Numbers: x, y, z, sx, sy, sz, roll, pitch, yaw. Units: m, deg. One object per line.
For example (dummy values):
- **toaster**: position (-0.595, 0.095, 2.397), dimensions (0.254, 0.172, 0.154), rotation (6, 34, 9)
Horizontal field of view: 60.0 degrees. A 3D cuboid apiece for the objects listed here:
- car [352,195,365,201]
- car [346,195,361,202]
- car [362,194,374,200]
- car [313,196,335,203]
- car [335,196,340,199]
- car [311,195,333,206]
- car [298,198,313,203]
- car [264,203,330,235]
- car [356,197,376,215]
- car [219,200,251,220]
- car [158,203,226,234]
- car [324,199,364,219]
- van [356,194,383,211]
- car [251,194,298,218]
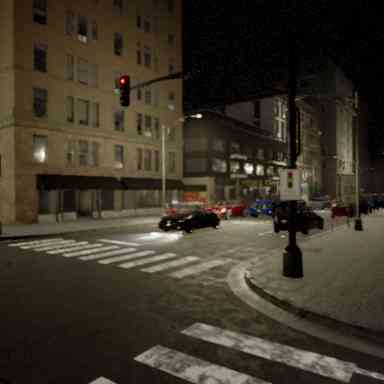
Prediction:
- **car**: position (36.112, 1.295, 71.908), dimensions (1.802, 1.307, 4.206), rotation (0, 0, 37)
- **car**: position (32.791, 1.284, 67.509), dimensions (1.887, 1.381, 4.507), rotation (0, 0, 37)
- **car**: position (42.752, 1.206, 80.705), dimensions (1.887, 1.381, 4.507), rotation (0, 0, 37)
- **car**: position (15.426, 1.403, 40.241), dimensions (1.812, 1.442, 4.674), rotation (0, 1, 38)
- **car**: position (26.151, 1.340, 58.712), dimensions (2.008, 1.369, 4.403), rotation (0, 0, 37)
- **car**: position (19.510, 1.281, 49.915), dimensions (1.967, 1.590, 4.097), rotation (0, 0, 37)
- **car**: position (12.871, 1.445, 41.118), dimensions (2.008, 1.369, 4.403), rotation (0, 0, 37)
- **car**: position (5.997, 1.537, 18.689), dimensions (1.947, 1.339, 4.313), rotation (0, 0, 37)
- **car**: position (15.957, 1.444, 31.886), dimensions (1.947, 1.339, 4.313), rotation (0, 0, 37)
- **car**: position (2.911, 1.425, 27.923), dimensions (1.967, 1.590, 4.097), rotation (0, 0, 37)
- **car**: position (-0.093, 1.583, 19.730), dimensions (1.994, 1.385, 4.181), rotation (0, 0, 37)
- **car**: position (12.637, 1.490, 27.487), dimensions (1.802, 1.307, 4.206), rotation (0, 0, 37)
- **van**: position (19.275, 1.190, 36.283), dimensions (1.690, 1.788, 3.998), rotation (0, 0, 37)
- **car**: position (7.073, 1.174, 29.230), dimensions (2.150, 2.045, 5.566), rotation (0, 0, 37)
